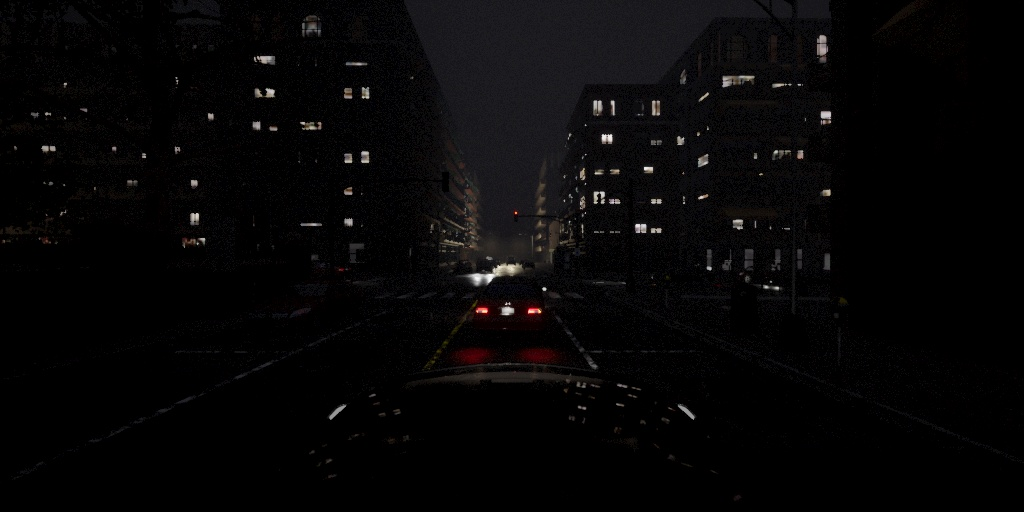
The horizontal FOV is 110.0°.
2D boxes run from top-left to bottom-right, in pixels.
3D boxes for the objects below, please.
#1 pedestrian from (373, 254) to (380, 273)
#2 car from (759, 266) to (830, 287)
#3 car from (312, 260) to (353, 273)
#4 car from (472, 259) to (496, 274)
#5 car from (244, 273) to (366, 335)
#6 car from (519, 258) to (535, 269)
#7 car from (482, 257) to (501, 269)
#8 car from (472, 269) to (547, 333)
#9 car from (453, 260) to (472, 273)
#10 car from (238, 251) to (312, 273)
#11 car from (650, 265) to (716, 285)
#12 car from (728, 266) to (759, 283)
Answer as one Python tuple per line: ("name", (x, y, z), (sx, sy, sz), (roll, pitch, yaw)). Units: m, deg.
("pedestrian", (-12.807, 0.652, 33.884), (0.375, 1.860, 0.375), (0, -1, -1))
("car", (23.499, 1.732, 28.906), (5.357, 1.411, 2.033), (1, 0, -1))
("car", (-15.275, 1.043, 27.914), (5.357, 1.411, 2.033), (1, 0, 4))
("car", (-3.218, 1.349, 42.286), (1.895, 1.301, 4.718), (0, 0, 0))
("car", (-5.713, 1.331, 10.502), (1.802, 1.307, 4.207), (0, 0, 0))
("car", (2.535, 1.299, 54.209), (2.007, 1.370, 4.403), (0, 0, 0))
("car", (-3.250, 1.296, 56.530), (2.033, 1.411, 5.357), (0, 0, 0))
("car", (0.052, 1.297, 10.715), (2.033, 1.411, 5.357), (0, 0, 3))
("car", (-5.811, 1.188, 42.912), (1.967, 1.591, 4.097), (0, 0, 0))
("car", (-17.606, 0.694, 25.075), (5.566, 2.045, 2.150), (1, 0, -1))
("car", (13.690, 1.502, 28.752), (4.902, 1.511, 2.128), (1, 0, -1))
("car", (21.293, 1.571, 31.431), (4.097, 1.591, 1.967), (0, 0, -1))
